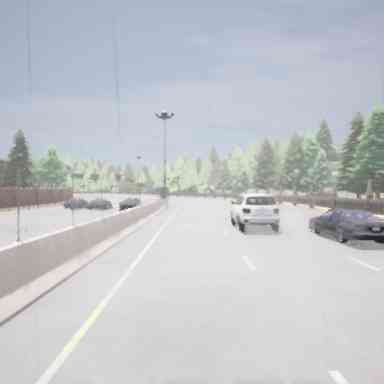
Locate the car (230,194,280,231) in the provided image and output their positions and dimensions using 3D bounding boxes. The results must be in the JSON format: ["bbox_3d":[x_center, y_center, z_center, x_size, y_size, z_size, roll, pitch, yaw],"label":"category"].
[{"bbox_3d":[3.601,1.114,19.716,2.150,2.045,5.566,0,0,0],"label":"car"}]

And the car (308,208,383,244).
[{"bbox_3d":[7.101,1.463,15.341,2.033,1.411,5.357,0,0,0],"label":"car"}]
